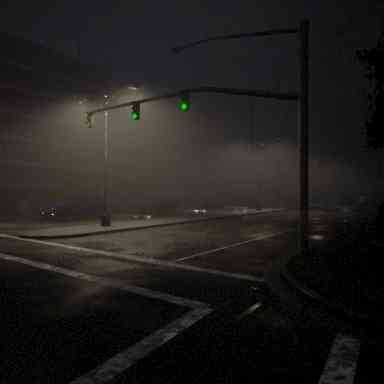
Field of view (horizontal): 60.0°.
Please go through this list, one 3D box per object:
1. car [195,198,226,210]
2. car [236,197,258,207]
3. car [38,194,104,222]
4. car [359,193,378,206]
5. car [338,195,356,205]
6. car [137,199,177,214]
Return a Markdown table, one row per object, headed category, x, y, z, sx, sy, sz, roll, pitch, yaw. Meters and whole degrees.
| category | x | y | z | sx | sy | sz | roll | pitch | yaw |
| --- | --- | --- | --- | --- | --- | --- | --- | --- | --- |
| car | 2.546 | 1.548 | 43.792 | 2.033 | 1.411 | 5.357 | 0 | 0 | 36 |
| car | 8.670 | 1.504 | 52.175 | 1.837 | 1.490 | 4.892 | 0 | 0 | 36 |
| car | -9.535 | 1.222 | 27.117 | 2.150 | 2.045 | 5.566 | 0 | 0 | 36 |
| car | 28.722 | 1.221 | 54.039 | 2.150 | 2.045 | 5.566 | 0 | 0 | 36 |
| car | 26.656 | 1.352 | 57.153 | 2.097 | 1.767 | 4.553 | 0 | 0 | 36 |
| car | -3.631 | 1.478 | 35.267 | 1.882 | 1.535 | 5.008 | 0 | 0 | 36 |
